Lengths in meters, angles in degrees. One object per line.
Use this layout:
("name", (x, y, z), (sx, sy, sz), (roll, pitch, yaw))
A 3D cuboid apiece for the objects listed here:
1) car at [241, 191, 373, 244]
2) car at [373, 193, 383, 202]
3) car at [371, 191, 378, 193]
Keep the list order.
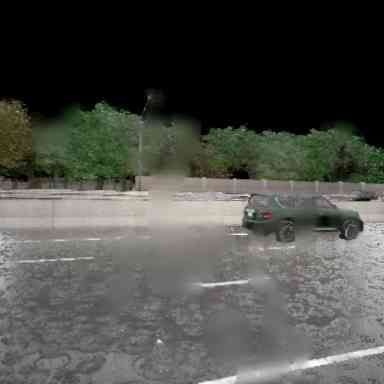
("car", (4.915, 1.050, 14.829), (5.566, 2.045, 2.150), (1, 1, -21))
("car", (23.875, 1.254, 40.681), (5.008, 1.535, 1.882), (1, 1, -20))
("car", (22.103, 0.900, 43.737), (5.566, 2.045, 2.150), (1, 1, -20))
